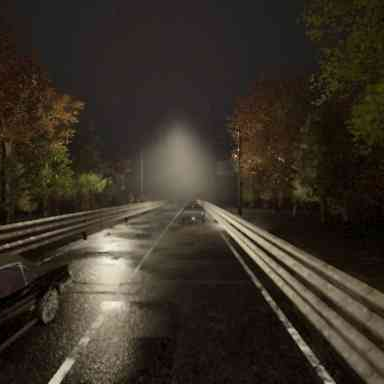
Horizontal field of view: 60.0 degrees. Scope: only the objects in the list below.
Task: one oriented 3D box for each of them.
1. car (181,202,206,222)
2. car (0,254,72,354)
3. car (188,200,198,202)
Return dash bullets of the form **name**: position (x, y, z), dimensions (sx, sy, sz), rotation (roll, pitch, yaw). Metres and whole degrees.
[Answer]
- **car**: position (0.110, 1.758, 27.581), dimensions (1.895, 1.301, 4.718), rotation (0, -1, 0)
- **car**: position (-3.313, 1.606, 4.320), dimensions (1.895, 1.301, 4.718), rotation (0, 0, 0)
- **car**: position (0.116, 1.892, 44.088), dimensions (1.837, 1.490, 4.892), rotation (0, 0, 0)
